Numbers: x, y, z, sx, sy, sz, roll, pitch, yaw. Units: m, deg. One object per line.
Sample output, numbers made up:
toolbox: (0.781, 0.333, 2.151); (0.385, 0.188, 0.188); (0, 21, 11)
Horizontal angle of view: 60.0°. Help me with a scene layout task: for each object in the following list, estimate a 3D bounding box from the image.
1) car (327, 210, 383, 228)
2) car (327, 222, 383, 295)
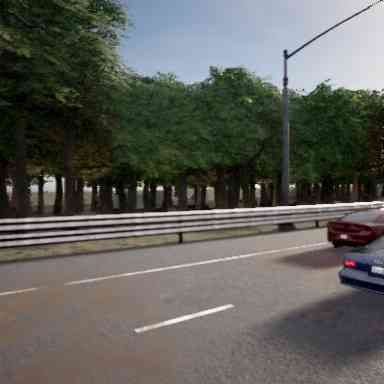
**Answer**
car: (7.498, 1.446, 13.425); (5.008, 1.535, 1.882); (0, 0, -35)
car: (5.655, 1.539, 7.849); (5.357, 1.411, 2.033); (0, 0, -35)
